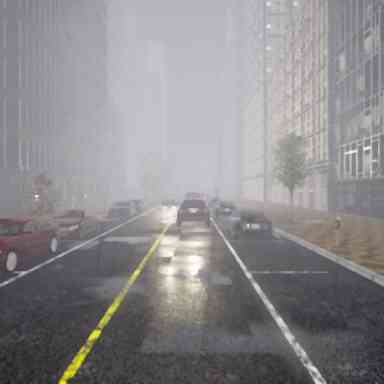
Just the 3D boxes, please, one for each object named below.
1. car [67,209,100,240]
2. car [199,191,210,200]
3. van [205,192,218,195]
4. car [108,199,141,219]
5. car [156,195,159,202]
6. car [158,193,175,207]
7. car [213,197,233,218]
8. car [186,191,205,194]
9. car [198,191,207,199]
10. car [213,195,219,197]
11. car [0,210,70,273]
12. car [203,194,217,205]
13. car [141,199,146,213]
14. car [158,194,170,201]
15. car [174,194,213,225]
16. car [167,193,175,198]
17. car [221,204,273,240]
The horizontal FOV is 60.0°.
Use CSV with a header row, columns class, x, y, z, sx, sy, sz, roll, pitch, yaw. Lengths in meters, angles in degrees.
class,x,y,z,sx,sy,sz,roll,pitch,yaw
car,-5.689,1.482,16.124,1.802,1.307,4.206,0,0,0
car,2.689,0.820,73.035,2.192,1.841,5.009,0,0,0
van,2.690,1.053,44.577,1.690,1.788,3.998,0,0,0
car,-5.690,1.372,27.508,1.887,1.381,4.507,0,0,0
car,-5.692,1.116,61.493,1.752,1.417,4.829,0,0,0
car,-3.087,1.268,45.830,1.994,1.385,4.181,0,0,0
car,2.691,1.393,27.500,1.947,1.339,4.313,0,0,0
car,0.094,0.959,41.085,2.150,2.045,5.566,0,1,0
car,2.689,0.734,84.420,2.192,1.841,5.009,0,0,0
car,2.690,1.317,38.884,1.947,1.339,4.313,0,0,0
car,-5.689,1.481,10.430,1.887,1.381,4.507,0,0,0
car,2.690,1.112,50.268,1.967,1.590,4.097,0,0,0
car,-5.690,1.355,33.201,1.947,1.339,4.313,0,0,0
car,-5.692,1.098,67.356,2.008,1.369,4.403,0,0,0
car,0.099,1.209,22.577,2.097,1.767,4.553,0,0,0
car,-5.693,0.925,90.125,2.008,1.369,4.403,0,0,0
car,2.691,1.466,16.116,1.947,1.339,4.313,0,0,0
